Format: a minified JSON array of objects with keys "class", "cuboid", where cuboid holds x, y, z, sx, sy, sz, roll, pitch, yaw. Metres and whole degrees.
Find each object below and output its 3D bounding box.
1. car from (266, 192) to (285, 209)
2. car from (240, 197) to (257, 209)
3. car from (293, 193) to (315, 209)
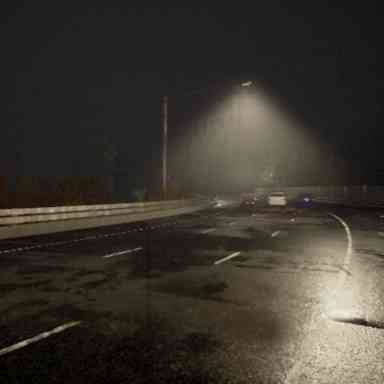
[{"class":"car","cuboid":[11.012,1.051,43.822,2.150,2.045,5.566,1,0,11]},{"class":"car","cuboid":[7.179,1.337,42.387,2.033,1.411,5.357,1,0,12]},{"class":"car","cuboid":[14.323,1.104,42.579,2.150,2.045,5.566,1,0,11]}]
